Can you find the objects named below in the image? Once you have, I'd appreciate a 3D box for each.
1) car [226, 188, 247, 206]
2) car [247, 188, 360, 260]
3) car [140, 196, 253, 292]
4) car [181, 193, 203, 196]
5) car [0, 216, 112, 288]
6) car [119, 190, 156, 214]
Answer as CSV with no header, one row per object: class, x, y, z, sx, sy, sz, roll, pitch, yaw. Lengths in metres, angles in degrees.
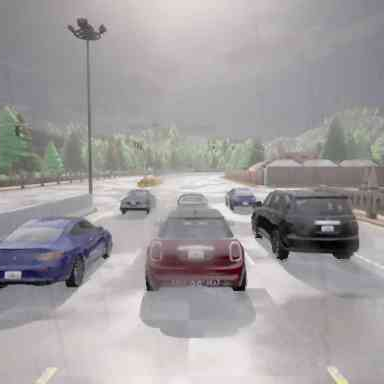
car,3.490,0.420,24.074,1.812,1.442,4.674,0,4,0
car,3.559,0.928,11.445,2.150,2.045,5.566,0,3,0
car,0.071,1.179,8.684,2.097,1.767,4.553,0,2,0
car,0.021,0.789,18.890,2.033,1.411,5.357,0,4,-1
car,-3.429,1.358,8.649,1.812,1.442,4.674,0,2,-1
car,-3.499,0.564,22.233,2.033,1.411,5.357,0,4,0
